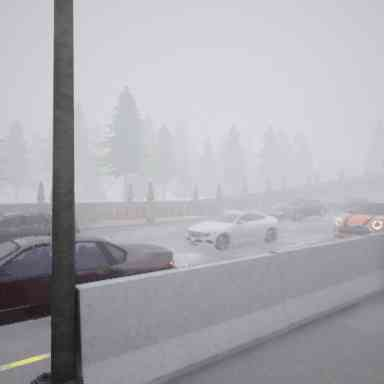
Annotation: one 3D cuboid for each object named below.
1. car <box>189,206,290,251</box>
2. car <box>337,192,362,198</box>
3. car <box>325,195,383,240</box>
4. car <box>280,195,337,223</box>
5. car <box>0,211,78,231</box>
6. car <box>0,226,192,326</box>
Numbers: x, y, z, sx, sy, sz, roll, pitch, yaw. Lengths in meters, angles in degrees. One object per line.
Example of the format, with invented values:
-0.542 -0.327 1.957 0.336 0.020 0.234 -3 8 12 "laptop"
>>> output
1.883 1.512 14.296 4.674 1.442 1.812 -1 1 -38 "car"
12.435 0.779 26.689 4.674 1.442 1.812 -6 3 -37 "car"
8.261 1.207 14.791 4.553 1.767 2.097 -3 2 -37 "car"
7.512 1.153 23.044 4.902 1.511 2.128 -4 2 -37 "car"
-6.605 1.509 12.184 4.892 1.490 1.837 0 0 -38 "car"
-2.800 1.547 6.279 5.357 1.411 2.033 0 0 -38 "car"
